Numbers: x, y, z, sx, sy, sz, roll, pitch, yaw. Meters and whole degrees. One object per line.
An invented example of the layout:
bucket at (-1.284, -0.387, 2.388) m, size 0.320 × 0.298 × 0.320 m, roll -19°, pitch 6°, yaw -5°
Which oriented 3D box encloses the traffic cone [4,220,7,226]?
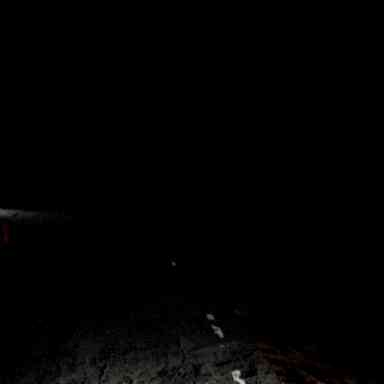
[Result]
traffic cone at (-10.419, 1.873, 18.579) m, size 0.340 × 0.580 × 0.340 m, roll 0°, pitch 1°, yaw -34°

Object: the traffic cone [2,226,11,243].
traffic cone at (-8.138, 1.924, 14.585) m, size 0.340 × 0.580 × 0.340 m, roll 0°, pitch 0°, yaw -26°
